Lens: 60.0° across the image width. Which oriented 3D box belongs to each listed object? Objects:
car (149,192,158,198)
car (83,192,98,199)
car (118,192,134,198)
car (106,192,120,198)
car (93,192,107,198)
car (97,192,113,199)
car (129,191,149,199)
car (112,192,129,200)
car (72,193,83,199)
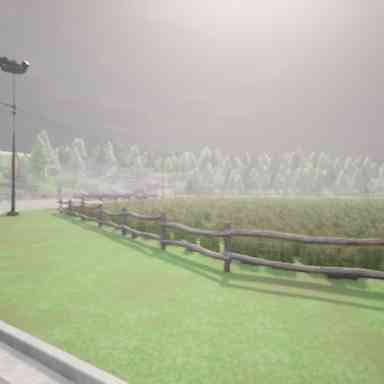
[{"bbox_3d":[-9.847,0.790,83.099,1.812,1.442,4.674,1,0,10],"label":"car"},{"bbox_3d":[-21.967,0.711,75.217,2.097,1.767,4.553,1,0,10],"label":"car"},{"bbox_3d":[-16.732,0.739,84.362,2.033,1.411,5.357,1,0,10],"label":"car"},{"bbox_3d":[-20.175,0.718,84.993,1.994,1.385,4.181,1,0,10],"label":"car"},{"bbox_3d":[-23.617,0.656,85.624,1.812,1.442,4.674,1,0,10],"label":"car"},{"bbox_3d":[-18.613,0.891,74.113,1.837,1.490,4.892,1,0,10],"label":"car"},{"bbox_3d":[-11.628,0.982,73.398,1.812,1.442,4.674,1,0,10],"label":"car"},{"bbox_3d":[-15.170,0.902,73.482,1.882,1.535,5.008,1,0,10],"label":"car"},{"bbox_3d":[-25.423,0.886,75.786,1.994,1.385,4.181,1,0,10],"label":"car"}]
